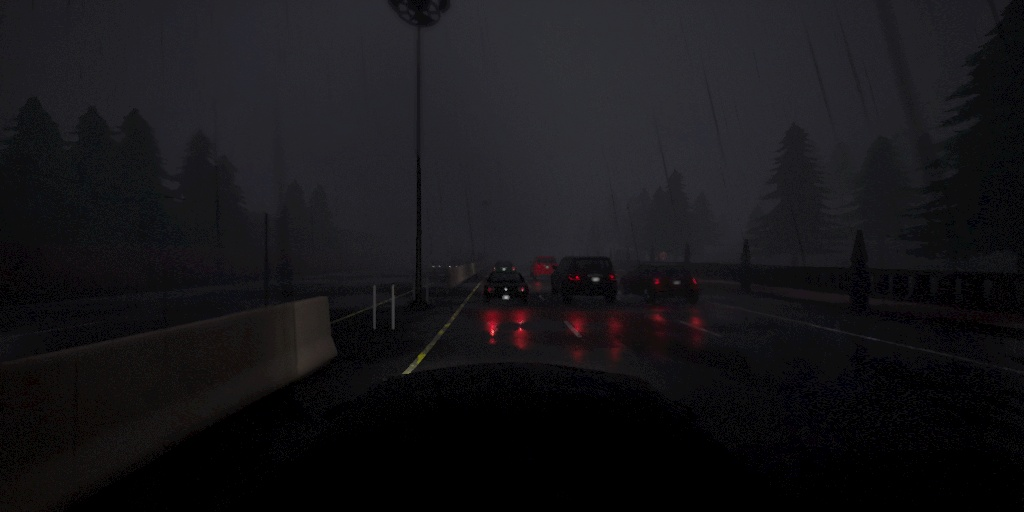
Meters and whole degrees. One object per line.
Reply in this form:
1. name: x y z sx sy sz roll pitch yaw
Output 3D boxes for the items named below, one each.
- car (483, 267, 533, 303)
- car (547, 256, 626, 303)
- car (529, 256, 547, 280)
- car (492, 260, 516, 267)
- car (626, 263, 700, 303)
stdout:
1. car: -0.314 1.363 16.588 1.895 1.301 4.718 0 0 -2
2. car: 3.183 1.005 16.713 2.150 2.045 5.566 0 0 -2
3. car: 2.791 1.005 31.643 2.150 2.045 5.566 0 0 -1
4. car: -0.707 1.114 31.501 2.097 1.767 4.553 0 0 -1
5. car: 6.683 1.113 16.777 2.097 1.767 4.553 0 0 -2
